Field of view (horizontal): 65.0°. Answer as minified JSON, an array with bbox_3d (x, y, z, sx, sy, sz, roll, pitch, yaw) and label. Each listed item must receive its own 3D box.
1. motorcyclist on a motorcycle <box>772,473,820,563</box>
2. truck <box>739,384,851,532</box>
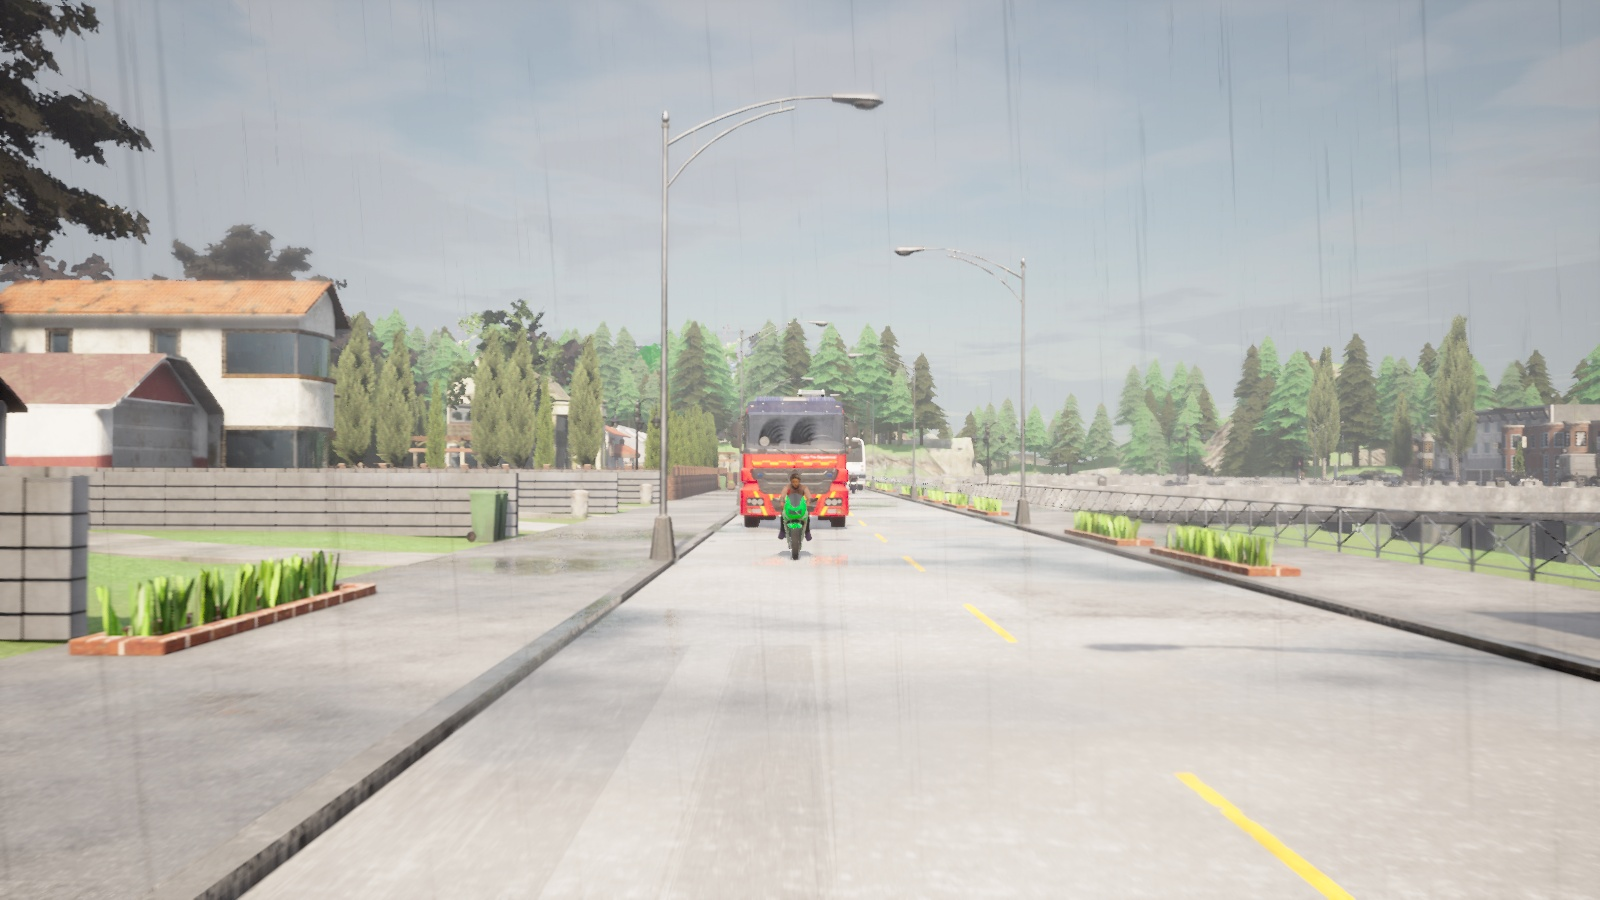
[{"bbox_3d":[-0.070,1.173,22.454,0.797,1.523,2.044,0,-1,0],"label":"motorcyclist on a motorcycle"},{"bbox_3d":[-0.115,0.267,36.805,2.891,3.827,8.468,0,-1,0],"label":"truck"}]
